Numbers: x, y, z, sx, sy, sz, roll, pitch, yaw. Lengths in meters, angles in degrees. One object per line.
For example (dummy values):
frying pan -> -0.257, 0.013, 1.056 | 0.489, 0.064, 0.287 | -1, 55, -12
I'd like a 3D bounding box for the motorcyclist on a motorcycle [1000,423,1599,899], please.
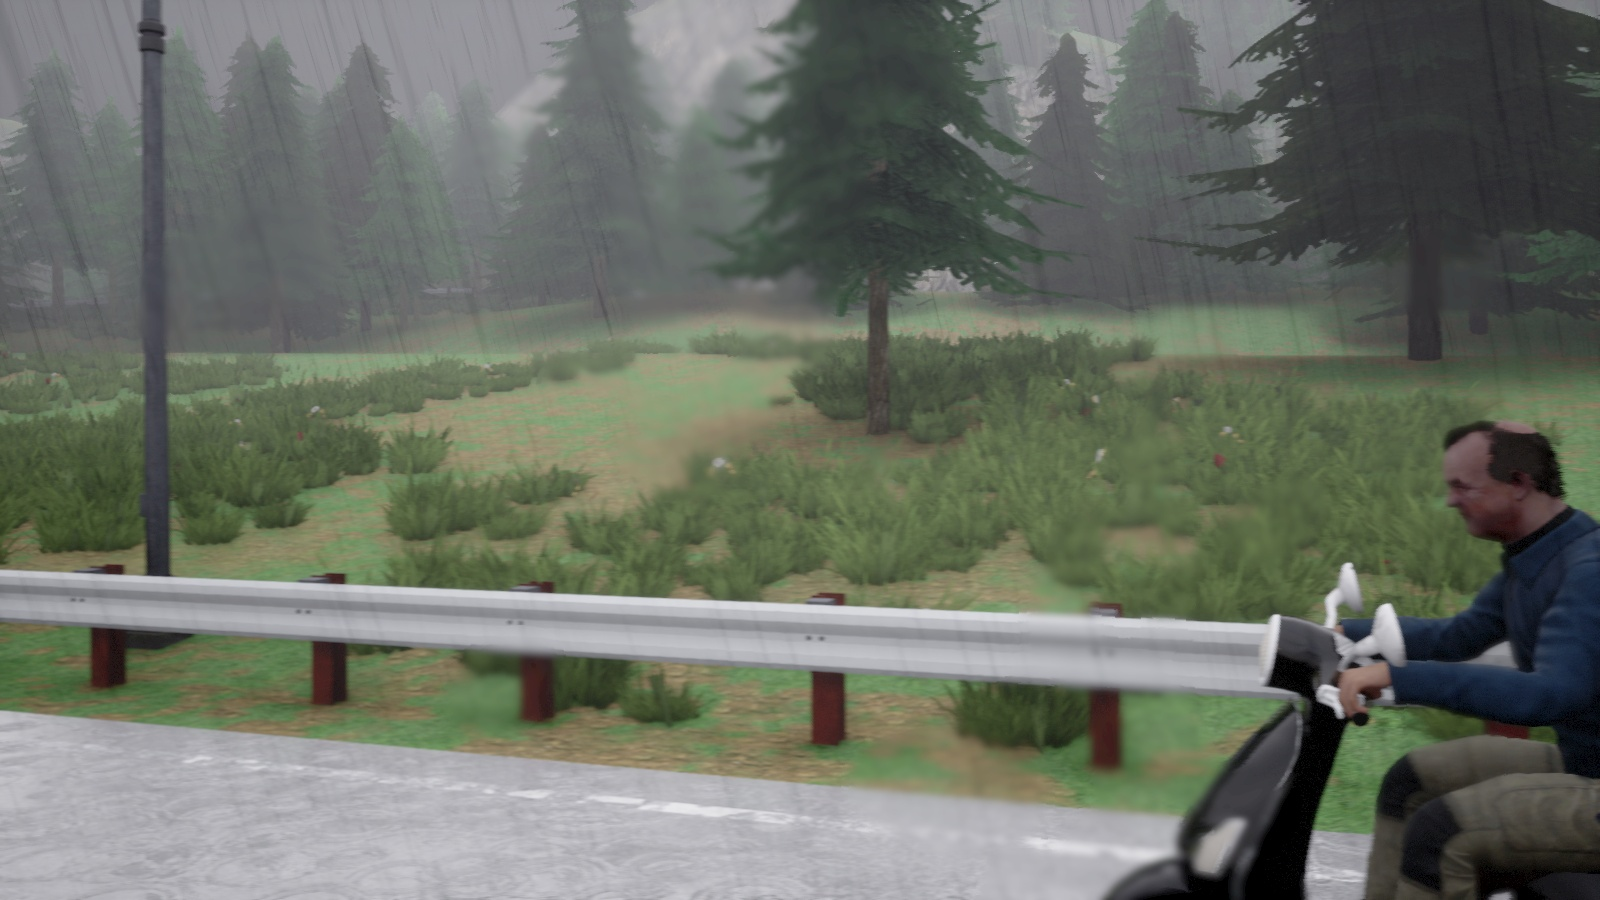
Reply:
motorcyclist on a motorcycle -> 1.415, 0.742, 2.717 | 1.817, 1.590, 0.866 | 1, 1, 19
